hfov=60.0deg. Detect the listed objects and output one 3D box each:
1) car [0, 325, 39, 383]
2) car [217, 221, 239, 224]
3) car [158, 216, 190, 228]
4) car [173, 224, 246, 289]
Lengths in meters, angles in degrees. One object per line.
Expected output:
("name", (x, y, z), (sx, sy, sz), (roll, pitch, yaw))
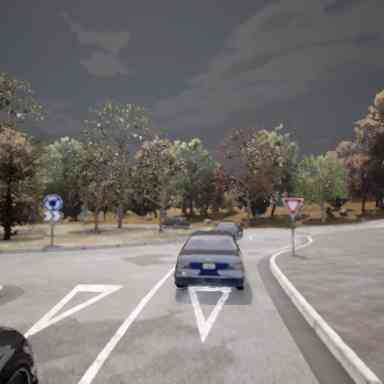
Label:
("car", (-2.666, 1.594, 1.920), (1.994, 1.385, 4.181), (0, -1, 1))
("car", (2.790, 2.924, 26.085), (1.994, 1.385, 4.181), (-1, -4, 16))
("car", (-2.401, 3.944, 43.598), (1.837, 1.490, 4.892), (6, -6, -44))
("car", (0.616, 1.892, 10.157), (2.033, 1.411, 5.357), (0, -3, 5))
